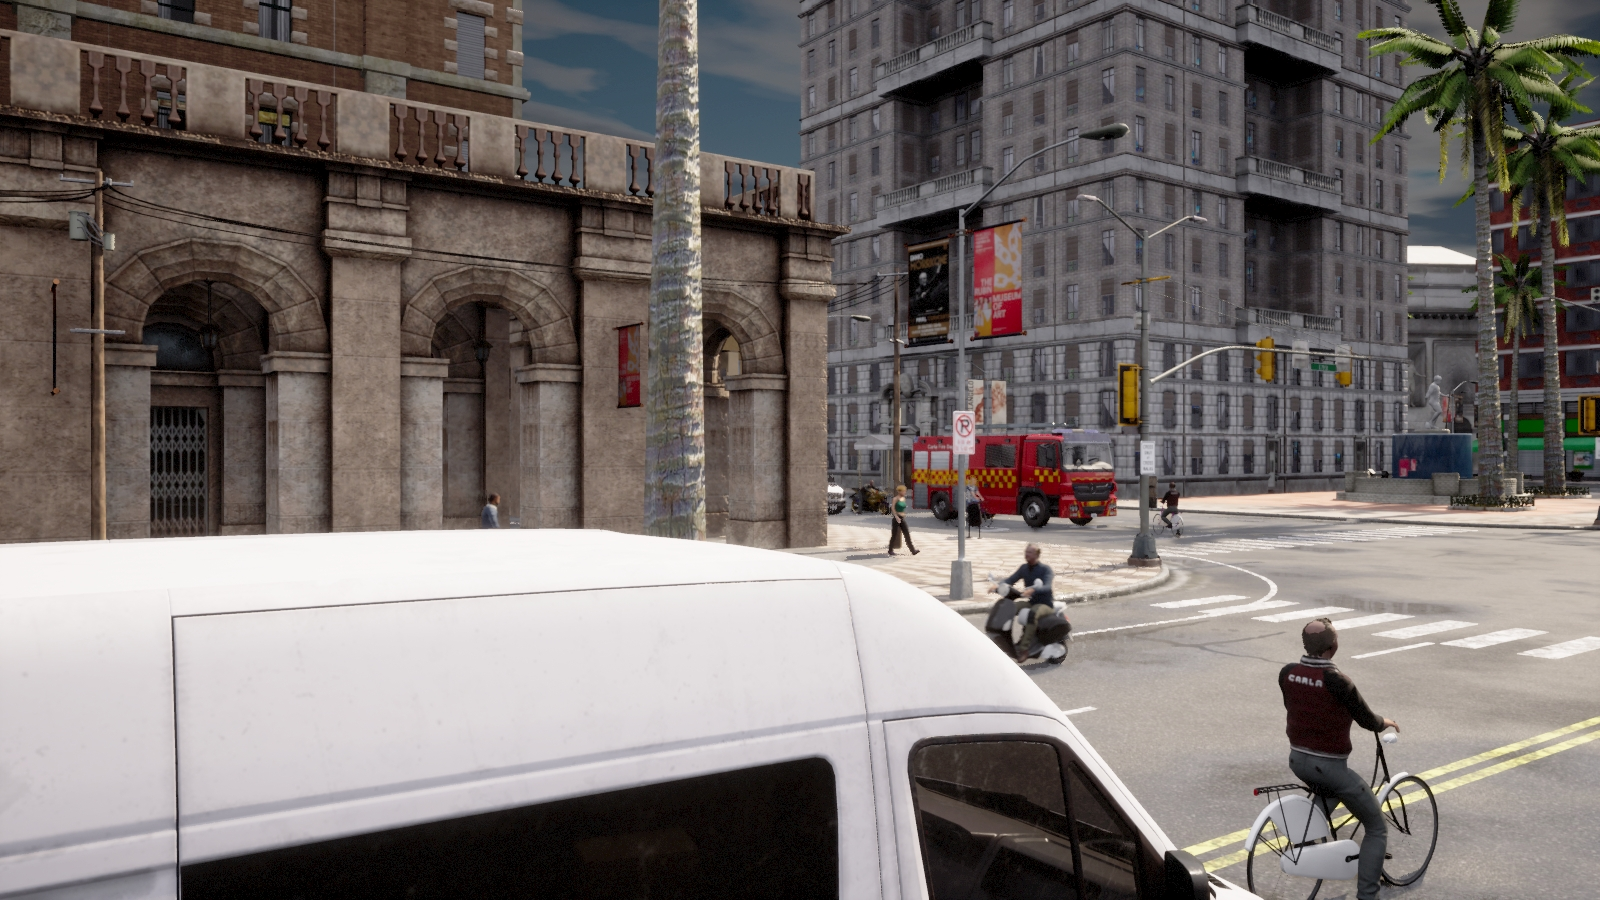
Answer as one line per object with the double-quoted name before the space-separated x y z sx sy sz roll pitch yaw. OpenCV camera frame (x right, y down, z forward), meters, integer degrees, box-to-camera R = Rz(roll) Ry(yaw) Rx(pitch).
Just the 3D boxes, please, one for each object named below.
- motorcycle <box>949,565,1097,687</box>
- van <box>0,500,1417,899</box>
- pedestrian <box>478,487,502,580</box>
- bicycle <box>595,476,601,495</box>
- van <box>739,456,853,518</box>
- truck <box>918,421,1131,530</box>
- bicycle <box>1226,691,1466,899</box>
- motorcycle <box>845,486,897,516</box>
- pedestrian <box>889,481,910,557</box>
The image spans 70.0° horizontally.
"motorcycle" 2.835 2.182 14.458 1.805 1.236 0.856 0 2 -40
"van" -0.760 1.534 3.254 5.915 2.561 1.988 0 0 -35
"pedestrian" -6.344 1.696 23.363 0.375 1.860 0.375 0 0 -35
"bicycle" -12.612 2.210 71.312 0.329 1.171 1.835 0 0 -13
"van" -0.287 1.535 50.232 1.988 2.561 5.915 0 0 -35
"truck" 8.452 0.890 44.320 2.891 3.827 8.468 0 0 -35
"bicycle" 3.417 2.210 7.085 1.835 1.171 0.329 0 0 -29
"motorcycle" 3.065 2.205 49.743 2.209 1.251 0.867 0 0 44
"pedestrian" 2.462 1.698 28.298 0.375 1.860 0.375 0 0 -38
